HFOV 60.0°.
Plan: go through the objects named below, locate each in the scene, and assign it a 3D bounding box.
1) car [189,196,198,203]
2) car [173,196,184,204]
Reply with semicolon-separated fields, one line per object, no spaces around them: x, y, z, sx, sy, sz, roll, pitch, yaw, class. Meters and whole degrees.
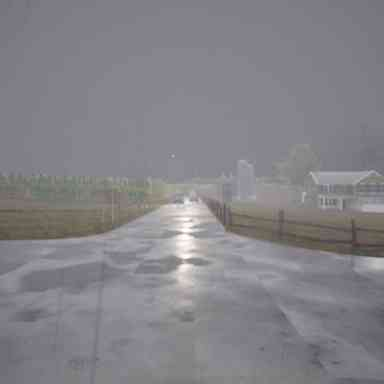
0.365;1.434;65.861;2.033;1.411;5.357;0;0;0;car
-2.420;1.448;59.653;2.033;1.411;5.357;0;0;0;car
